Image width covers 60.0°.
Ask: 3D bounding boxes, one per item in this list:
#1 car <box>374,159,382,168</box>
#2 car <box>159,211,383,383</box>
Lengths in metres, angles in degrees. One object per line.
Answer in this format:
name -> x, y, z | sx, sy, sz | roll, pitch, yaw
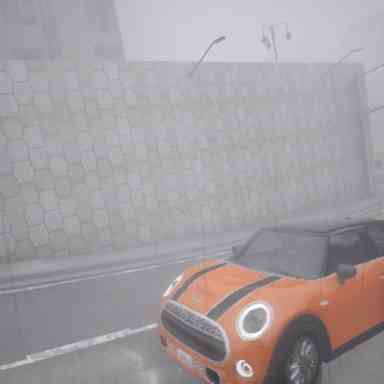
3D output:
car -> 17.364, -3.076, 35.396 | 1.882, 1.535, 5.008 | -15, 9, -34
car -> 1.722, 1.282, 5.219 | 4.553, 1.767, 2.097 | -2, 1, -35
